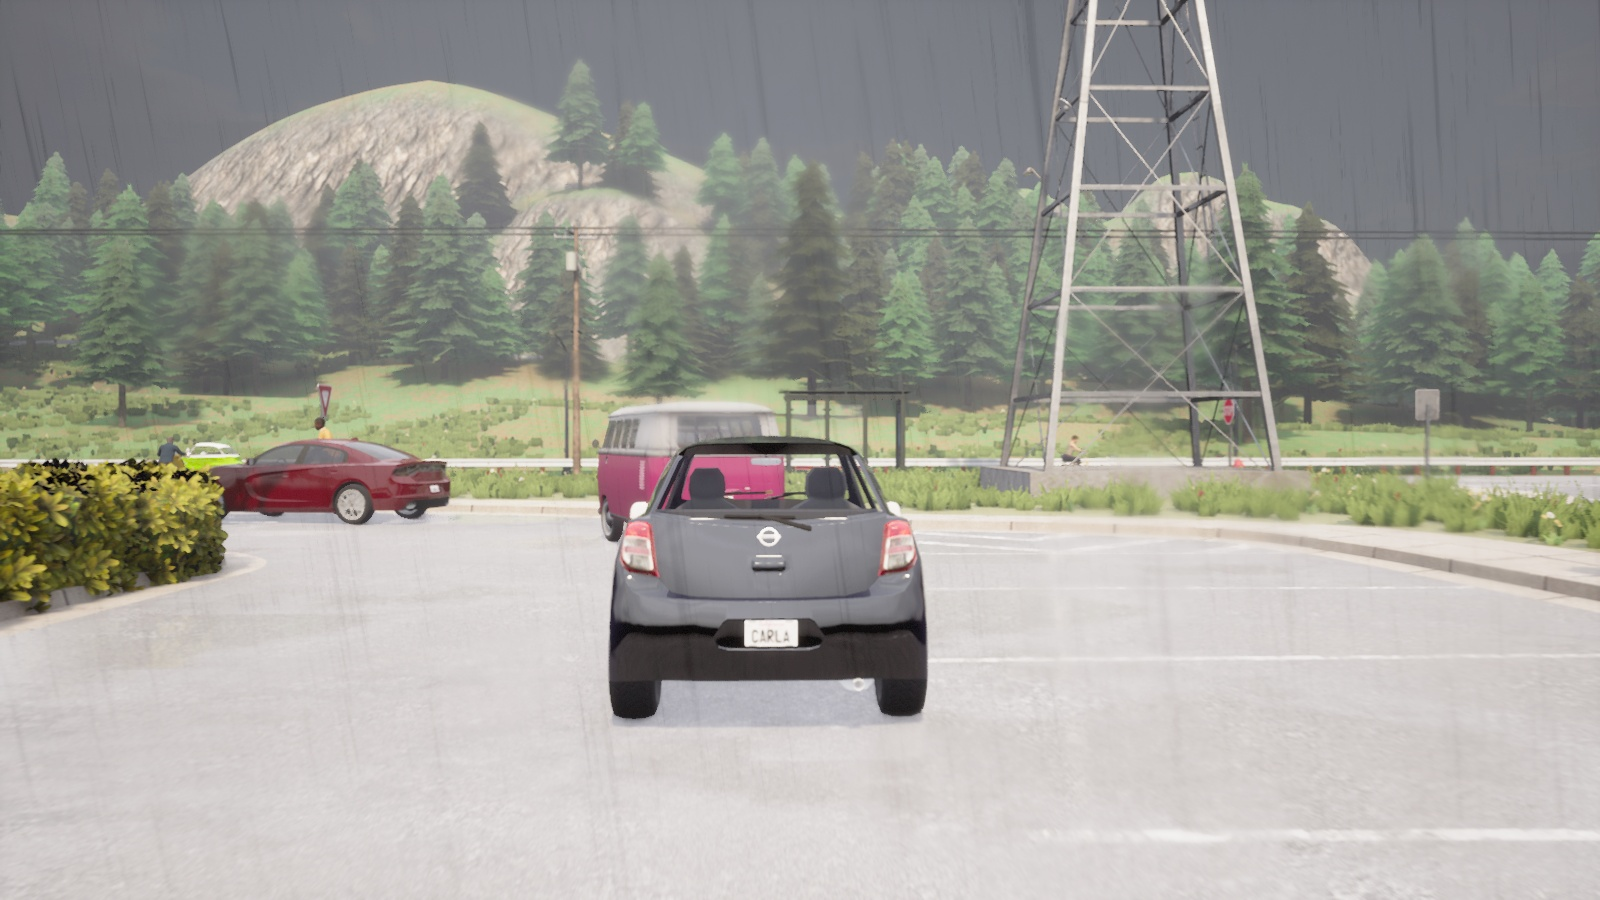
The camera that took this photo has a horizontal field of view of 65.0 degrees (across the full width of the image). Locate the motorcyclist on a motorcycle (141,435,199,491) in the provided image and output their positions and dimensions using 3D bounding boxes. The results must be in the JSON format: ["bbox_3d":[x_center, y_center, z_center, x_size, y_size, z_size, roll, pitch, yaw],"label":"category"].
[{"bbox_3d":[-18.363,0.350,36.663,0.866,1.590,1.817,0,1,-4],"label":"motorcyclist on a motorcycle"}]

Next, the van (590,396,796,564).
[{"bbox_3d":[-1.621,0.337,17.270,1.775,1.987,4.442,0,0,-19],"label":"van"}]

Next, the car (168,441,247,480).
[{"bbox_3d":[-21.529,0.367,45.686,2.207,1.376,1.481,0,1,-1],"label":"car"}]

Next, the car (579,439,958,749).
[{"bbox_3d":[-0.210,0.687,7.952,1.845,1.501,3.633,0,1,-2],"label":"car"}]

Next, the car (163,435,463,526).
[{"bbox_3d":[-8.896,0.506,23.012,5.008,1.535,1.882,0,1,16],"label":"car"}]

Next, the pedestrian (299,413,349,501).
[{"bbox_3d":[-10.248,0.149,27.062,0.900,1.855,0.874,0,1,-14],"label":"pedestrian"}]
